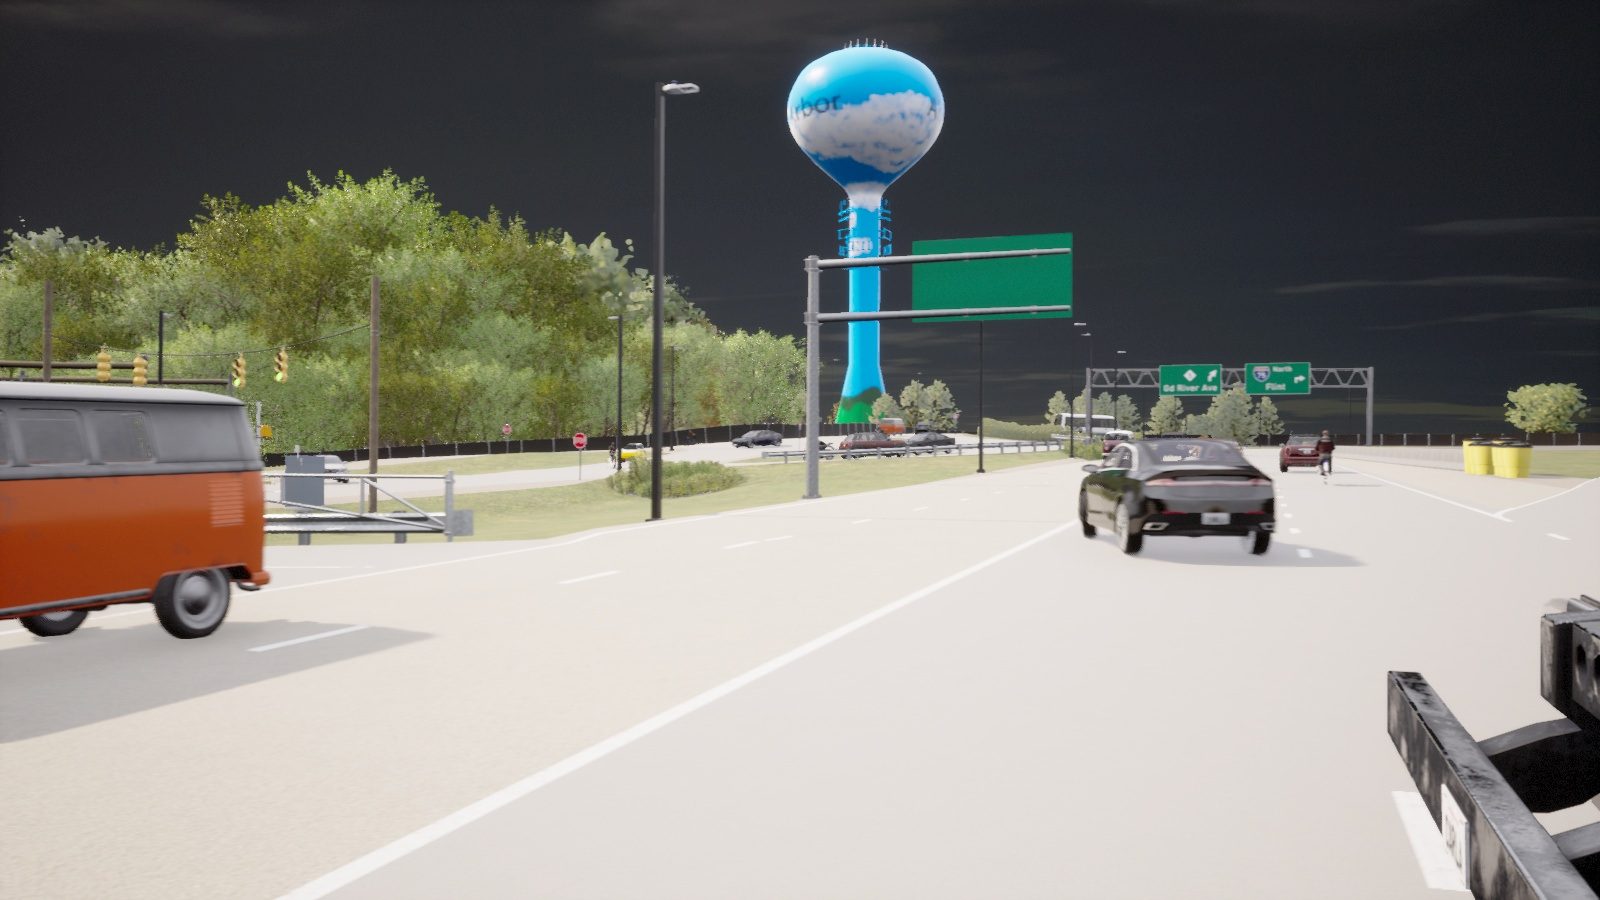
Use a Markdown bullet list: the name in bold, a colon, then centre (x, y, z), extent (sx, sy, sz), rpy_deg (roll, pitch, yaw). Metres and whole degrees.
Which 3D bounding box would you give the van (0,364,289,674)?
- **van**: centre (-5.875, 0.463, 8.672), extent (1.775, 1.987, 4.442), rpy_deg (-2, 0, 20)

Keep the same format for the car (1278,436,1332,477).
- **car**: centre (22.735, 0.273, 56.718), extent (2.097, 1.767, 4.553), rpy_deg (1, 1, 20)

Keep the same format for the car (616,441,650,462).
- **car**: centre (-11.921, 0.121, 89.729), extent (1.481, 1.376, 2.207), rpy_deg (0, 2, 20)

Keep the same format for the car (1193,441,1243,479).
- **car**: centre (17.901, 0.387, 53.656), extent (1.882, 1.535, 5.008), rpy_deg (1, 1, 20)

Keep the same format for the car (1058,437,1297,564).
- **car**: centre (5.044, 0.589, 17.575), extent (2.128, 1.511, 4.902), rpy_deg (0, 0, 3)

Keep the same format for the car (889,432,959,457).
- **car**: centre (8.585, -0.377, 86.561), extent (5.008, 1.535, 1.882), rpy_deg (-3, 2, -42)

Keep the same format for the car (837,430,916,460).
- **car**: centre (4.858, -0.303, 80.066), extent (4.553, 1.767, 2.097), rpy_deg (-2, 0, -21)

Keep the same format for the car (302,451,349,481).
- **car**: centre (-24.469, 0.805, 64.646), extent (1.812, 1.442, 4.674), rpy_deg (-1, 1, -26)

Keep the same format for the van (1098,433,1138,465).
- **van**: centre (20.887, -0.105, 82.412), extent (2.069, 2.038, 4.480), rpy_deg (1, 1, 20)

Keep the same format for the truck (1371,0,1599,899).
- **truck**: centre (5.172, -0.162, 1.466), extent (7.936, 3.462, 2.891), rpy_deg (0, 1, 19)
